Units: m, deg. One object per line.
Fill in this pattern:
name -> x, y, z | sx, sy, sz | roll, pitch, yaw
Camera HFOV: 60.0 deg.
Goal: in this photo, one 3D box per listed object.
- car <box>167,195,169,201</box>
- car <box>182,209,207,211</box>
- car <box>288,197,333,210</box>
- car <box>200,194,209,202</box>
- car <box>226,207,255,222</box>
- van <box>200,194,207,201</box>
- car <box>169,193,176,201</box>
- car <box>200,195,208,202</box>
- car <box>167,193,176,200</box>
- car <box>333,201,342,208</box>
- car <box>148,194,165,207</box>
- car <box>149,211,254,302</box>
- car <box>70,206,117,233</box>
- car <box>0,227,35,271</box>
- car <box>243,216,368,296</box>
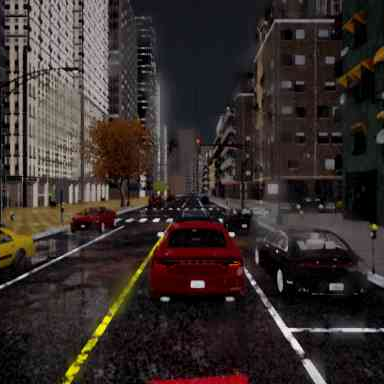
car -> -5.570, 1.541, 57.398 | 1.947, 1.339, 4.313 | 0, 0, 0
car -> 0.126, 1.584, 18.401 | 1.895, 1.301, 4.718 | 0, 0, 0
car -> 13.508, 1.314, 38.852 | 4.403, 1.369, 2.008 | -1, 1, 0
car -> 2.846, 1.544, 73.948 | 1.947, 1.339, 4.313 | 0, 0, 0
car -> 2.730, 1.533, 19.469 | 2.008, 1.369, 4.403 | 0, 0, 0
van -> 2.869, 1.326, 84.994 | 1.690, 1.788, 3.998 | 0, 0, 0
car -> -5.512, 1.551, 85.012 | 1.947, 1.339, 4.313 | 0, 0, 0
car -> 2.858, 1.507, 79.641 | 1.752, 1.417, 4.829 | 0, 0, 0
car -> -5.501, 1.305, 90.534 | 2.192, 1.841, 5.009 | 0, 0, 0
car -> 18.905, 1.214, 38.894 | 4.829, 1.417, 1.752 | -1, 1, 0
car -> -5.582, 1.289, 51.874 | 2.192, 1.841, 5.009 | 0, 0, 0
car -> 0.109, 1.469, 8.309 | 1.882, 1.535, 5.008 | 0, 0, 0
car -> -5.650, 1.527, 19.486 | 1.887, 1.381, 4.507 | 0, 0, 0
car -> -5.673, 1.516, 8.251 | 1.752, 1.417, 4.829 | 0, 0, 0
car -> 2.707, 1.542, 8.403 | 2.008, 1.369, 4.403 | 0, 0, 0
